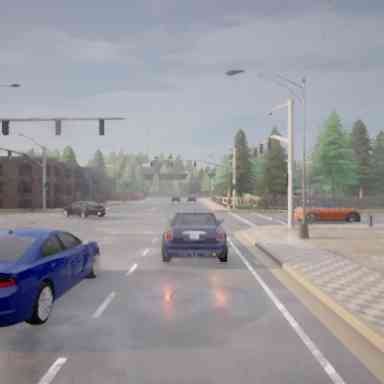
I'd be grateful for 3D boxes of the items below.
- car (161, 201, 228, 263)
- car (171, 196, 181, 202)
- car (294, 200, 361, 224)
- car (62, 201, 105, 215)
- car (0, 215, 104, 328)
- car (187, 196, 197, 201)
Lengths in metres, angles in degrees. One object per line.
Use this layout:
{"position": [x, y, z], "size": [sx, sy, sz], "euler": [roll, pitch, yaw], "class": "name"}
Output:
{"position": [0.135, 1.386, 12.237], "size": [2.097, 1.767, 4.553], "euler": [0, 0, 2], "class": "car"}
{"position": [-3.517, 1.544, 72.915], "size": [1.837, 1.490, 4.892], "euler": [0, 0, 0], "class": "car"}
{"position": [10.126, 1.419, 24.866], "size": [4.553, 1.767, 2.097], "euler": [0, 0, -2], "class": "car"}
{"position": [-9.865, 1.585, 30.053], "size": [4.892, 1.490, 1.837], "euler": [0, -2, 39], "class": "car"}
{"position": [-3.444, 1.497, 7.171], "size": [1.882, 1.535, 5.008], "euler": [0, 0, 0], "class": "car"}
{"position": [-0.017, 1.544, 72.916], "size": [1.837, 1.490, 4.892], "euler": [0, 0, 0], "class": "car"}
